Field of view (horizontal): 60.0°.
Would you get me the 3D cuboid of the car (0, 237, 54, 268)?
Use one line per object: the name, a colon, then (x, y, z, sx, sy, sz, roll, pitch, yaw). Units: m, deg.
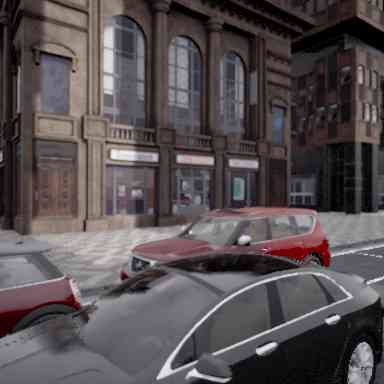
car: (-3.544, 1.441, 4.117, 4.097, 1.590, 1.967, 0, 0, -35)

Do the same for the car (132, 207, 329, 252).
car: (1.018, 1.307, 7.367, 5.009, 1.841, 2.192, 0, 0, -35)

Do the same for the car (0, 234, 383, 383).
car: (0.158, 1.501, 3.490, 4.892, 1.490, 1.837, 0, 0, -35)
